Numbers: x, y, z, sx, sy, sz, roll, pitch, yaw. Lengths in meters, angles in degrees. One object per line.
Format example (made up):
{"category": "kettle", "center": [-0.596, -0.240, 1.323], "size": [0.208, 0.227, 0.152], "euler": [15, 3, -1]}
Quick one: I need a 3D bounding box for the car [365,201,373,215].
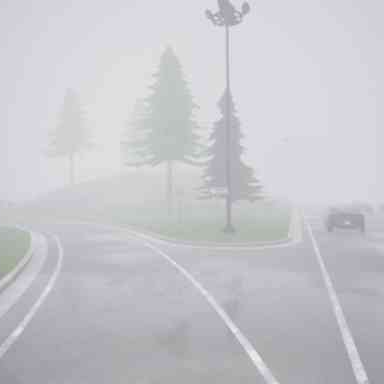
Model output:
{"category": "car", "center": [17.013, 1.569, 34.006], "size": [1.895, 1.301, 4.718], "euler": [0, 0, 17]}

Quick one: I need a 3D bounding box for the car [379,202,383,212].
{"category": "car", "center": [20.783, 1.433, 34.336], "size": [2.128, 1.511, 4.902], "euler": [0, 0, 17]}

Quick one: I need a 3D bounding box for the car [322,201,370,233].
{"category": "car", "center": [8.928, 1.466, 19.868], "size": [1.882, 1.535, 5.008], "euler": [0, 0, 17]}
